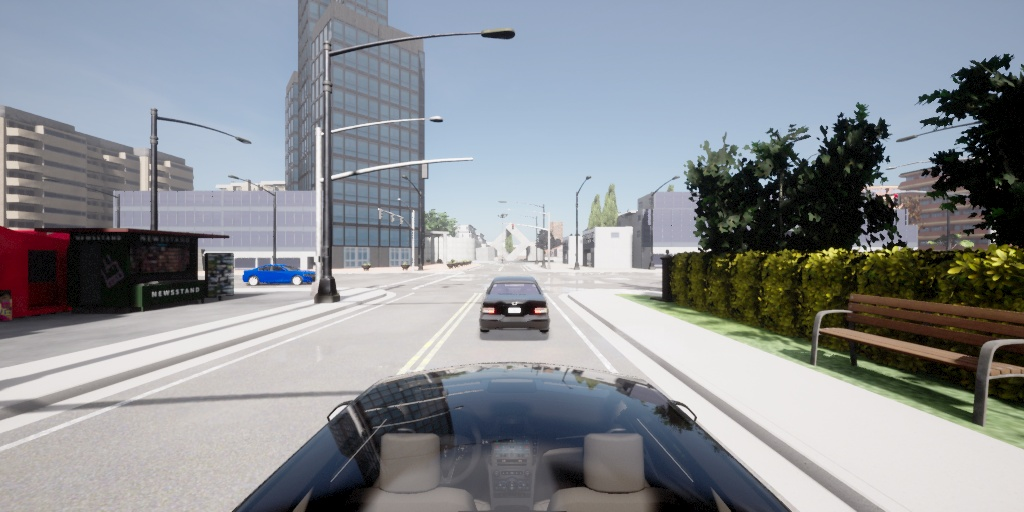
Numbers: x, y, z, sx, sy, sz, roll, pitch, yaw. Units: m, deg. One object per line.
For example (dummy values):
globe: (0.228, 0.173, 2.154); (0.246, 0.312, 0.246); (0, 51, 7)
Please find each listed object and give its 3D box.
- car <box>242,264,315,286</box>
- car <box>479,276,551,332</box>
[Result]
car: (-16.776, 1.336, 26.166); (5.008, 1.535, 1.882); (-1, 0, 0)
car: (0.070, 1.297, 10.756); (2.033, 1.411, 5.357); (0, 0, 0)
